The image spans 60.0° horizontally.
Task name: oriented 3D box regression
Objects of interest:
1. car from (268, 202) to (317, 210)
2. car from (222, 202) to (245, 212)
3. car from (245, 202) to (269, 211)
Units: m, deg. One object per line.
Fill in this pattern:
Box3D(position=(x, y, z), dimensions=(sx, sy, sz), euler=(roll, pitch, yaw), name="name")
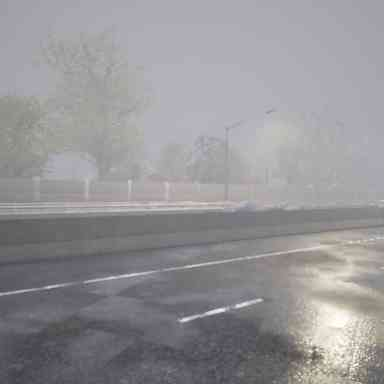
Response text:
Box3D(position=(8.755, 1.732, 27.419), dimensions=(4.674, 1.442, 1.812), euler=(1, 0, -35), name="car")
Box3D(position=(5.183, 1.737, 33.467), dimensions=(4.674, 1.442, 1.812), euler=(1, 0, -35), name="car")
Box3D(position=(7.677, 1.708, 30.946), dimensions=(4.902, 1.511, 2.128), euler=(1, 0, -35), name="car")
